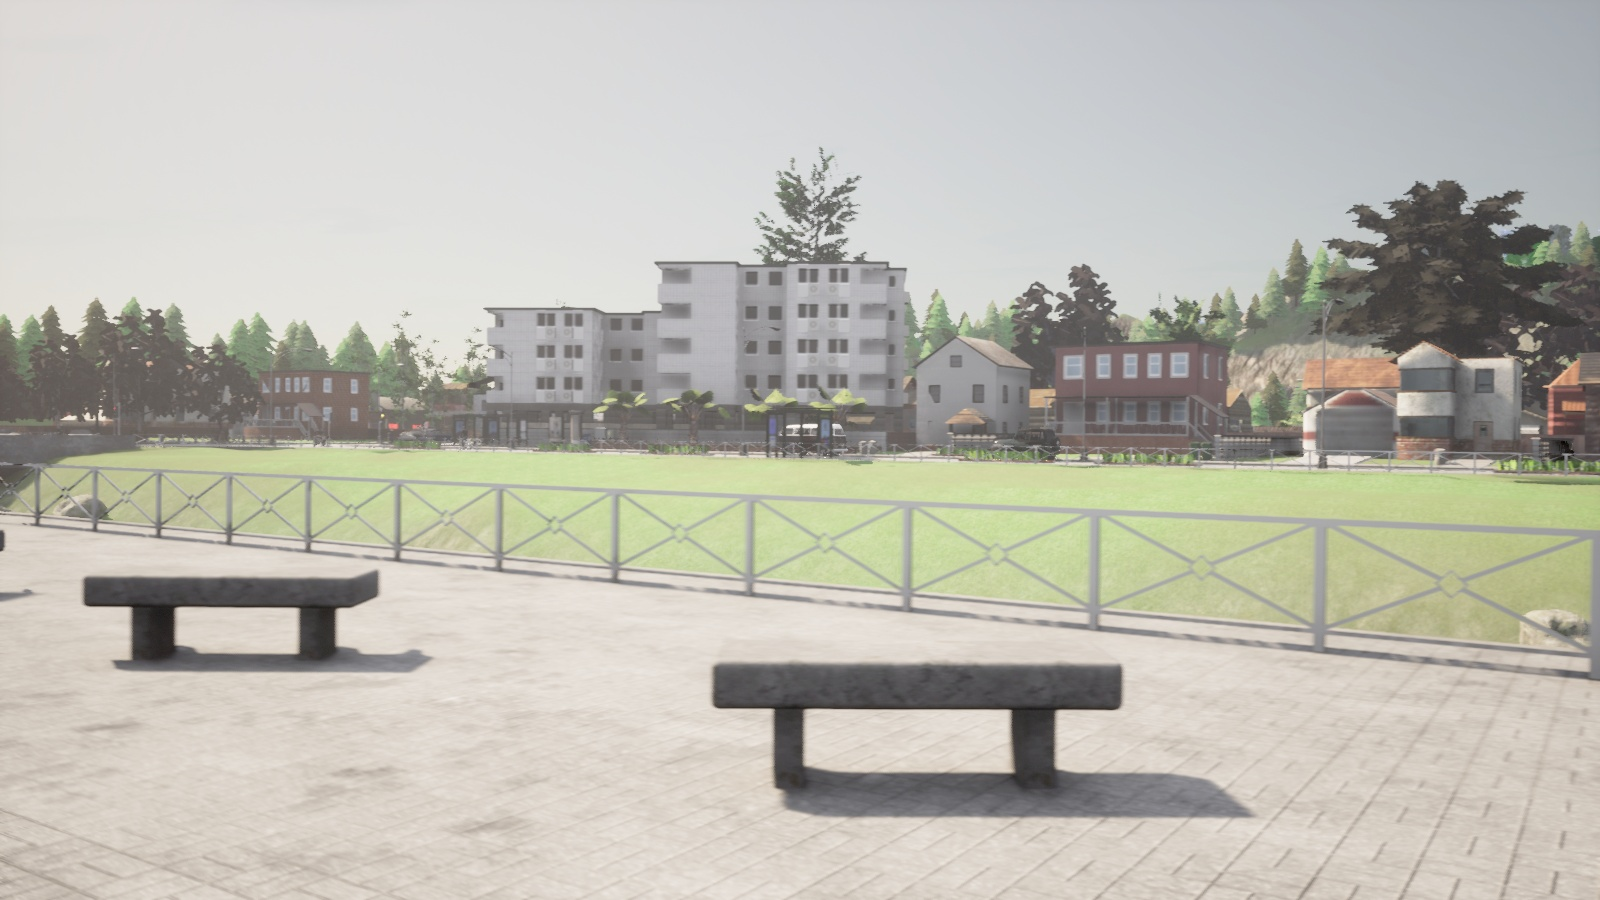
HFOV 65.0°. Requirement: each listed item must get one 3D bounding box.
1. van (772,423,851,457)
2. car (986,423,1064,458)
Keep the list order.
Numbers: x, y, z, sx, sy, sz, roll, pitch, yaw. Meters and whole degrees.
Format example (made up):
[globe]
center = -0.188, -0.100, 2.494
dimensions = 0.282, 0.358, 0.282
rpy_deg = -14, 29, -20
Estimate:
[van]
center = 0.676, -0.614, 77.840
dimensions = 4.480, 2.038, 2.069
rpy_deg = 0, 1, 34
[car]
center = 12.521, -0.541, 69.968
dimensions = 3.866, 1.878, 1.905
rpy_deg = 0, 1, 34
